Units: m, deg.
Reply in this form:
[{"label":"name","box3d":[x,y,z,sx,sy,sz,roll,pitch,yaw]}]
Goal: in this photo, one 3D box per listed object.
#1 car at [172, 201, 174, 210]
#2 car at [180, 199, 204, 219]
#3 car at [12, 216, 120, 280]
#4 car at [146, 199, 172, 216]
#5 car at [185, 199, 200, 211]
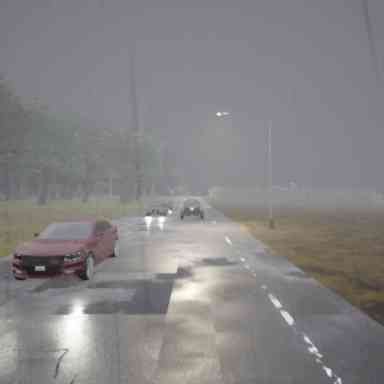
[{"label":"car","box3d":[-3.481,1.736,46.172,2.033,1.411,5.357,0,0,0]},{"label":"car","box3d":[0.022,1.497,30.822,2.097,1.767,4.553,0,0,0]},{"label":"car","box3d":[-3.594,1.555,10.364,1.882,1.535,5.008,0,-1,0]},{"label":"car","box3d":[-3.492,1.717,33.892,1.994,1.385,4.181,0,0,0]},{"label":"car","box3d":[0.059,1.679,44.376,1.837,1.490,4.892,0,0,1]}]
